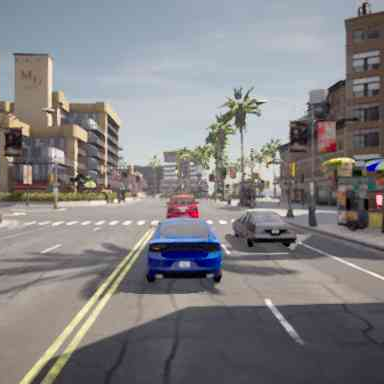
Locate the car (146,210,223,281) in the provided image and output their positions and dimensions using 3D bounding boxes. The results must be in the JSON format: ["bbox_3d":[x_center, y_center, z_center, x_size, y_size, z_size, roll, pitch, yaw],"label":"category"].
[{"bbox_3d":[-0.239,1.498,9.937,1.882,1.535,5.008,0,-1,-2],"label":"car"}]

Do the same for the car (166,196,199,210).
[{"bbox_3d":[-0.671,1.271,23.734,2.150,2.045,5.566,0,0,-2],"label":"car"}]

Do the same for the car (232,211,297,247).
[{"bbox_3d":[3.113,1.573,15.273,2.033,1.411,5.357,0,0,-2],"label":"car"}]
